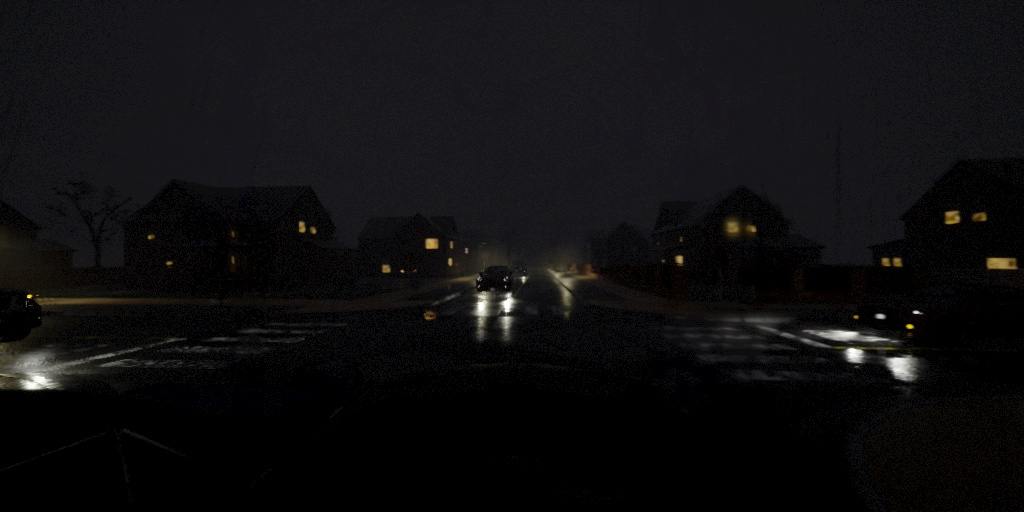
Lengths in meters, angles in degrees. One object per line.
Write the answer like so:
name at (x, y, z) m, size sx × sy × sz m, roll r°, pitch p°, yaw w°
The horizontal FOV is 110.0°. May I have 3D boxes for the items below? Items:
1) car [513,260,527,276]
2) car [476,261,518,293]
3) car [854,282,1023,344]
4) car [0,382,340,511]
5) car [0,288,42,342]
car at (0.825, 1.545, 48.009) m, size 2.150 × 2.045 × 5.566 m, roll 0°, pitch -1°, yaw 4°
car at (-0.998, 1.392, 23.255) m, size 2.097 × 1.767 × 4.553 m, roll 0°, pitch -1°, yaw 4°
car at (11.591, 1.381, 9.254) m, size 4.181 × 1.385 × 1.994 m, roll 0°, pitch 0°, yaw 3°
car at (-2.631, 1.361, 1.048) m, size 1.895 × 1.301 × 4.718 m, roll 0°, pitch -1°, yaw 4°
car at (-14.290, 1.096, 8.127) m, size 5.566 × 2.045 × 2.150 m, roll 0°, pitch 0°, yaw 4°
